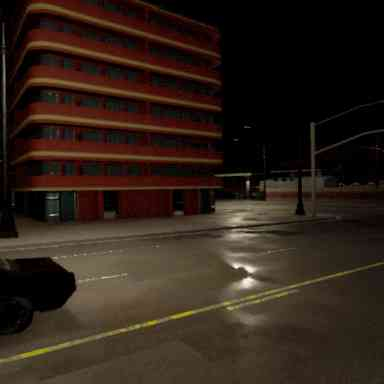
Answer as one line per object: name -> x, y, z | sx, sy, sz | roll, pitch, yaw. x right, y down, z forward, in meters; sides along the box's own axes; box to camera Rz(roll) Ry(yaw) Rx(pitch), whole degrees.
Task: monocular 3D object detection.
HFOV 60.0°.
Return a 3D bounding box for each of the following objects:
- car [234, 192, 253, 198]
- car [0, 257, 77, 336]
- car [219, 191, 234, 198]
car -> 13.206, 0.815, 82.138 | 3.806, 1.475, 1.970 | -1, 1, -35
car -> -4.425, 1.601, 5.136 | 4.718, 1.301, 1.895 | 0, 0, -35
car -> 9.237, 0.669, 86.362 | 4.611, 1.667, 2.242 | -1, 1, -35
